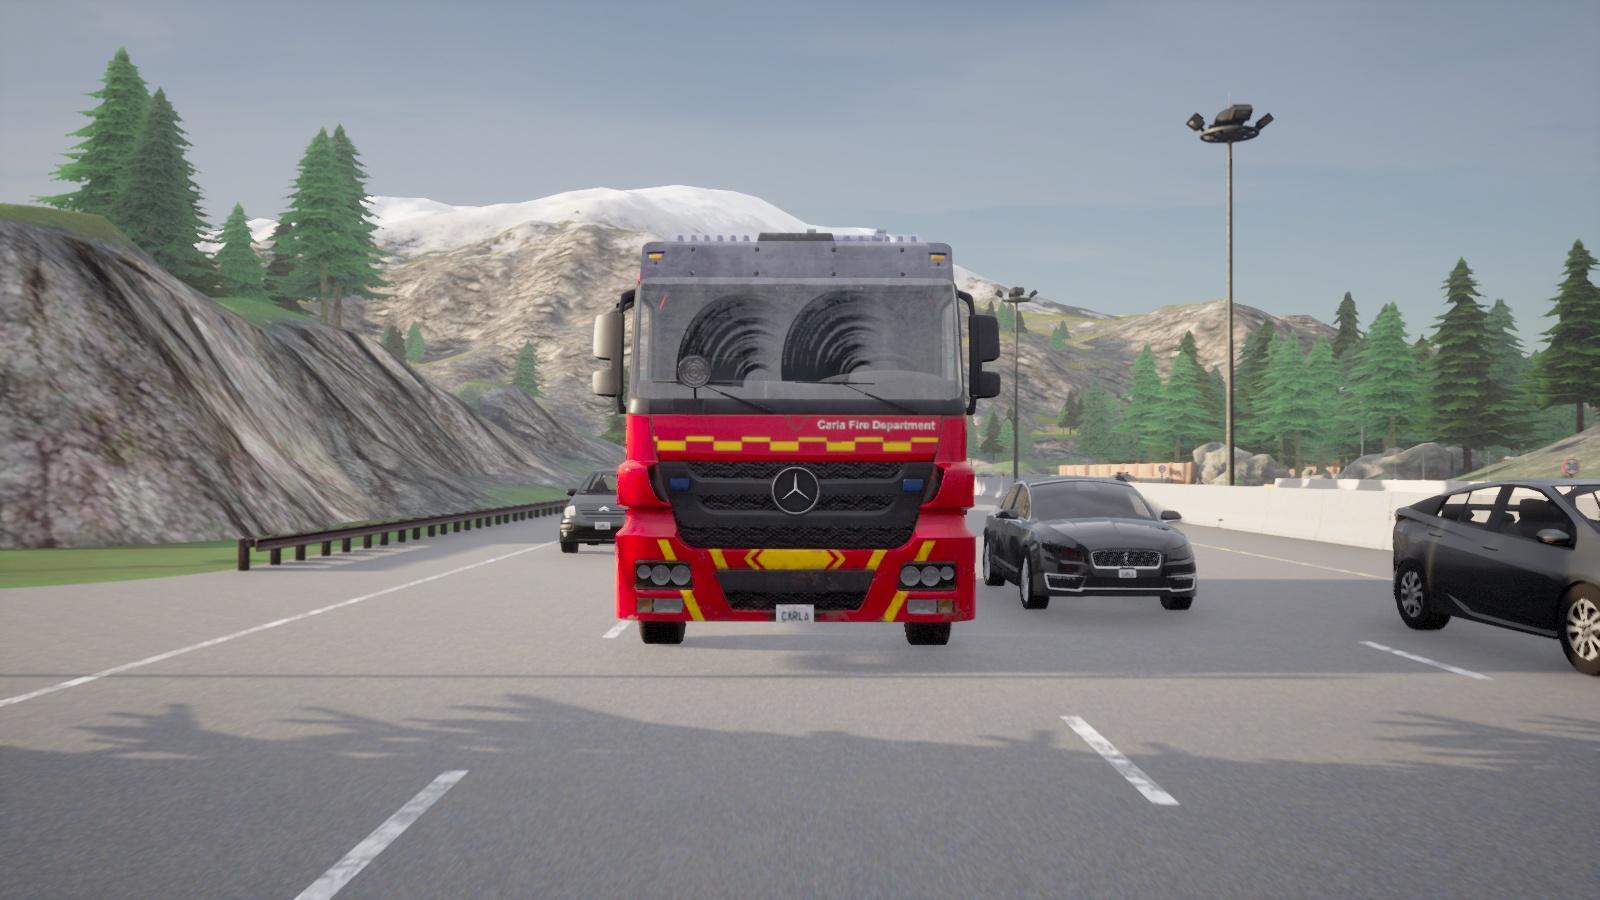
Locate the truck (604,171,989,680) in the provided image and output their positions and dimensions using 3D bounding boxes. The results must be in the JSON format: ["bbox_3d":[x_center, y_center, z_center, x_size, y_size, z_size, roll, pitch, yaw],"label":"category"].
[{"bbox_3d":[-0.039,-0.121,13.700,2.891,3.827,8.468,0,-1,0],"label":"truck"}]

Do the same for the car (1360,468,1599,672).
[{"bbox_3d":[6.973,0.919,11.096,2.007,1.525,4.514,0,-1,0],"label":"car"}]

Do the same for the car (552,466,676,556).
[{"bbox_3d":[-3.560,1.141,24.716,1.851,1.617,3.988,0,-1,0],"label":"car"}]

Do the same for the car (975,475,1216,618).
[{"bbox_3d":[3.462,1.069,15.704,1.837,1.490,4.892,0,-1,0],"label":"car"}]
